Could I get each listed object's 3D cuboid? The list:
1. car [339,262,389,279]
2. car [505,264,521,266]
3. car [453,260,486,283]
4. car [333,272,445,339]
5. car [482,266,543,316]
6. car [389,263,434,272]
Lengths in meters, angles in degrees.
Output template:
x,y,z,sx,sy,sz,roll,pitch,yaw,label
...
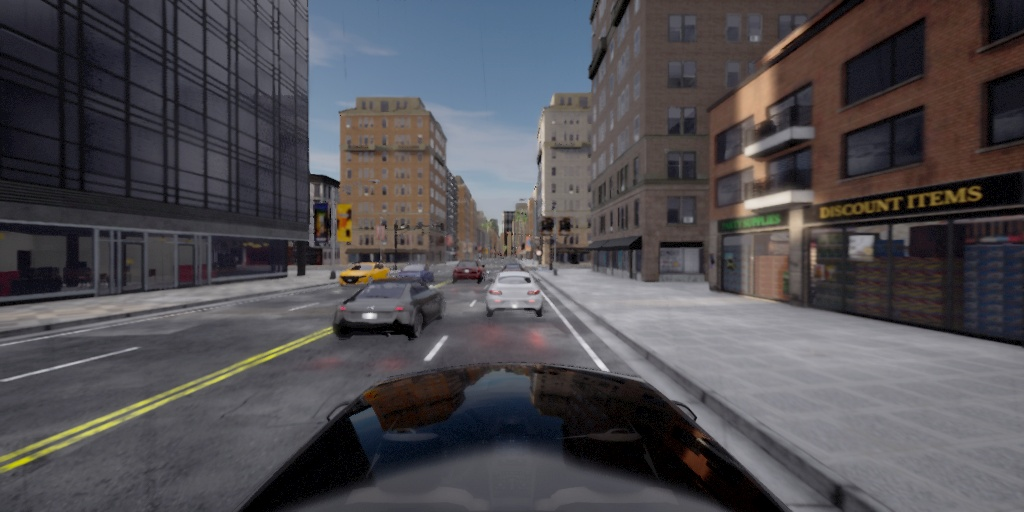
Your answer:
x,y,z,sx,sy,sz,roll,pitch,yaw,label
-9.852,1.203,24.279,1.882,1.535,5.008,0,0,0,car
0.084,1.284,28.444,1.994,1.385,4.181,0,0,0,car
-3.169,1.073,27.331,2.097,1.767,4.553,0,0,0,car
-3.169,1.305,10.015,1.994,1.385,4.181,0,0,0,car
0.089,1.262,13.145,1.812,1.442,4.674,0,0,0,car
-6.602,1.250,24.754,1.812,1.442,4.674,0,0,0,car
